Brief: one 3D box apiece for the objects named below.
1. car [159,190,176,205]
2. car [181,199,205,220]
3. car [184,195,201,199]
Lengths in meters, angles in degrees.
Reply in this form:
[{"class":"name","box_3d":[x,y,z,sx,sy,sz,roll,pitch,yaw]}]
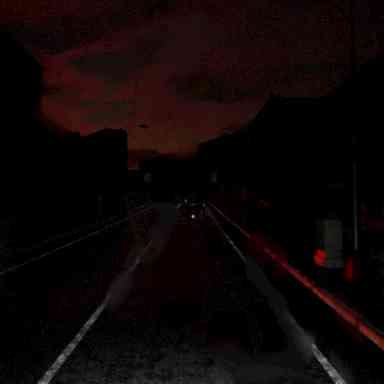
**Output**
[{"class":"car","box_3d":[-3.569,0.768,48.745,2.150,2.045,5.566,0,1,0]},{"class":"car","box_3d":[0.077,1.492,27.018,1.895,1.301,4.718,0,1,0]},{"class":"car","box_3d":[0.062,1.165,42.889,1.837,1.490,4.892,0,1,0]}]
